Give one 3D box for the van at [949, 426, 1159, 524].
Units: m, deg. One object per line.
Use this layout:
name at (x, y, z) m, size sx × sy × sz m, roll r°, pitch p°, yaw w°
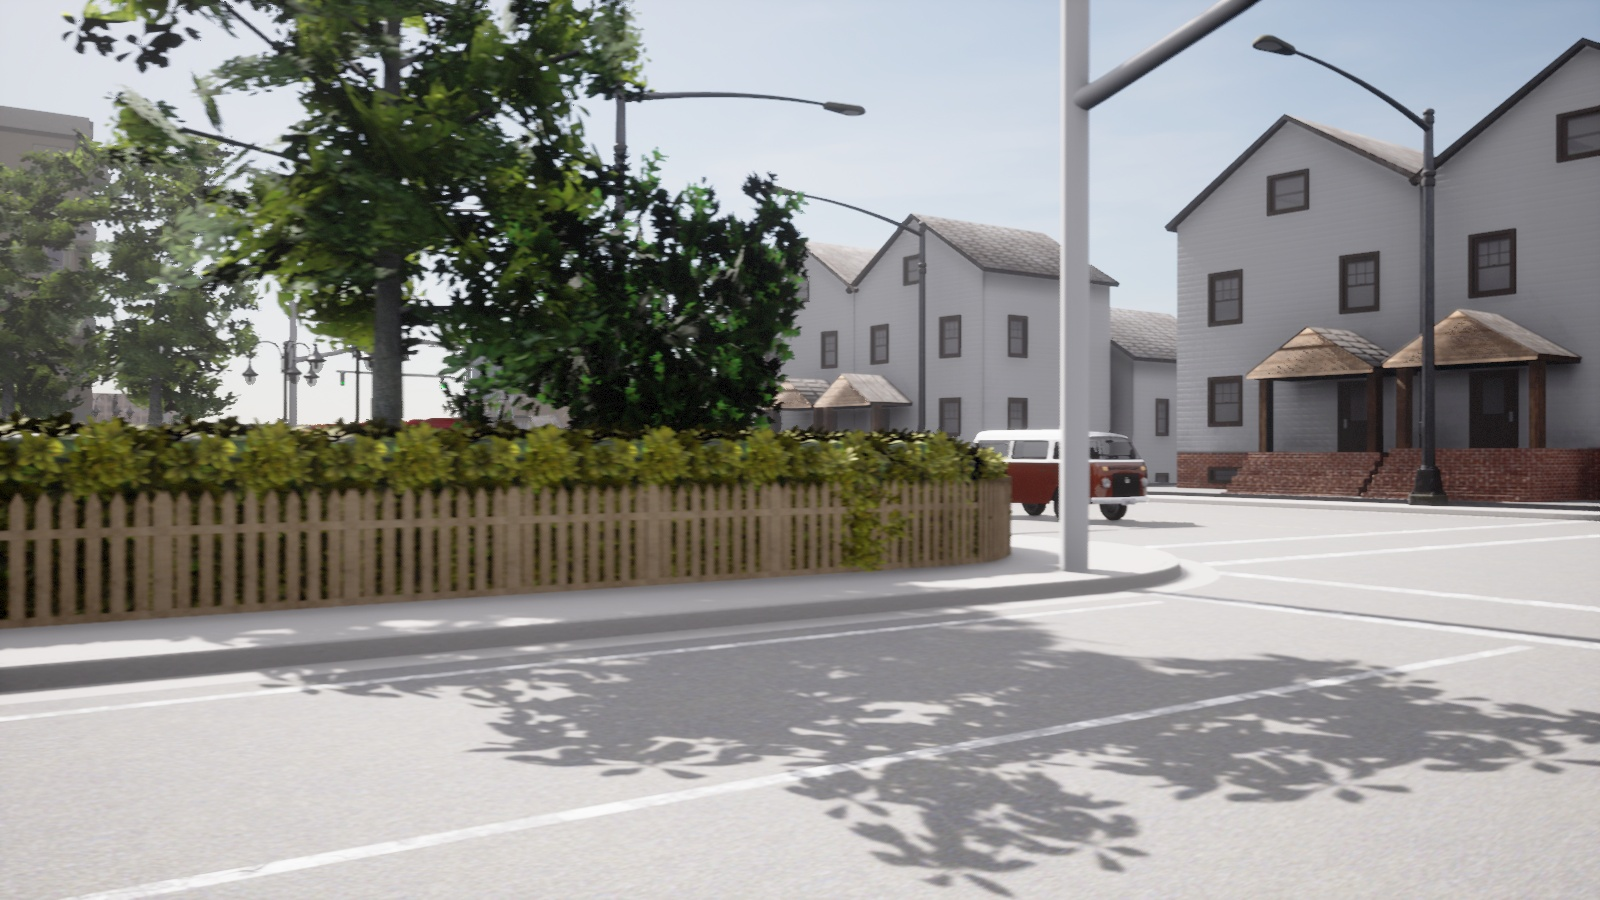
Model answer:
van at (5.642, 0.526, 28.456) m, size 2.069 × 2.038 × 4.480 m, roll 0°, pitch 0°, yaw -35°
